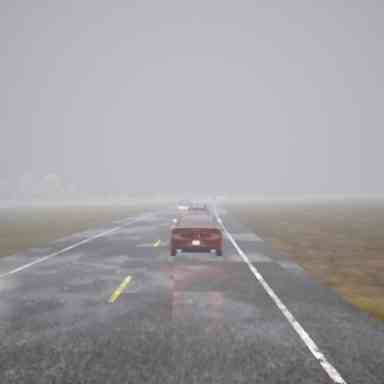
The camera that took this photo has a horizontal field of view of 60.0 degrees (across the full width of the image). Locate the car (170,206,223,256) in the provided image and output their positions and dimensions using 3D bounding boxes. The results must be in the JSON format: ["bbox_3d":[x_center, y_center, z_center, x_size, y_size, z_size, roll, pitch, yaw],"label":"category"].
[{"bbox_3d":[0.206,1.557,13.629,1.882,1.535,5.008,0,0,2],"label":"car"}]

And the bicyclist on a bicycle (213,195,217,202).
[{"bbox_3d":[5.843,1.912,88.266,0.582,1.620,1.656,0,-1,6],"label":"bicyclist on a bicycle"}]

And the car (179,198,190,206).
[{"bbox_3d":[-1.267,1.817,59.777,2.128,1.511,4.902,0,0,5],"label":"car"}]

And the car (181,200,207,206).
[{"bbox_3d":[0.567,1.647,27.430,2.128,1.511,4.902,0,0,3],"label":"car"}]
